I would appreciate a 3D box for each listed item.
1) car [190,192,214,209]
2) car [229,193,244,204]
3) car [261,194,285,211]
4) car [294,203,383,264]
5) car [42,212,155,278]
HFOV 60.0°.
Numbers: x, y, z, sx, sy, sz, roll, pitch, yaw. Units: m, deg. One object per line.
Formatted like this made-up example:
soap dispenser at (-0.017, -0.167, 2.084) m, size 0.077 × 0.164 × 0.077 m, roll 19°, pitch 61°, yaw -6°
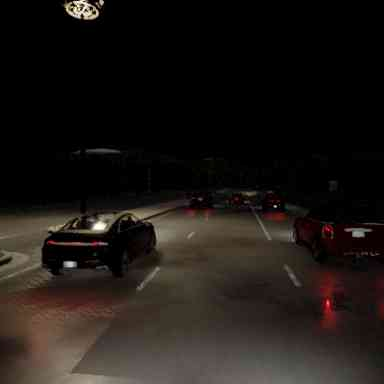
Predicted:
car at (1.130, 0.754, 35.142) m, size 2.097 × 1.767 × 4.553 m, roll 0°, pitch 1°, yaw 8°
car at (5.999, 0.804, 44.654) m, size 1.994 × 1.385 × 4.181 m, roll 0°, pitch 1°, yaw 8°
car at (7.728, 0.964, 31.871) m, size 1.837 × 1.490 × 4.892 m, roll 0°, pitch 1°, yaw 8°
car at (4.859, 1.159, 11.298) m, size 2.097 × 1.767 × 4.553 m, roll 0°, pitch 1°, yaw 7°
car at (-2.387, 1.324, 9.688) m, size 2.128 × 1.511 × 4.902 m, roll 0°, pitch 1°, yaw 7°
